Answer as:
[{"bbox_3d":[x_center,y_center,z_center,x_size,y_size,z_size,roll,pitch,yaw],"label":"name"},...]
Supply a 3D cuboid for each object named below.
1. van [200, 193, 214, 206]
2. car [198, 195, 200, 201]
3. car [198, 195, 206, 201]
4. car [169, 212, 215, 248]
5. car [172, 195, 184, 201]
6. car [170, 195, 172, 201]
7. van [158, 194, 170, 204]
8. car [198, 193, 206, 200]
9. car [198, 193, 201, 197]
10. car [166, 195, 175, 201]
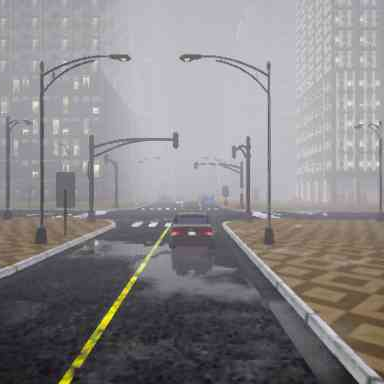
[{"bbox_3d":[2.679,1.340,54.413,1.690,1.788,3.998,0,0,0],"label":"van"},{"bbox_3d":[2.608,1.543,59.951,1.887,1.381,4.507,0,0,0],"label":"car"},{"bbox_3d":[2.685,1.540,87.644,1.887,1.381,4.507,0,0,0],"label":"car"},{"bbox_3d":[0.000,1.565,14.650,2.033,1.411,5.357,0,0,0],"label":"car"},{"bbox_3d":[-3.029,1.515,82.235,2.128,1.511,4.902,0,0,0],"label":"car"},{"bbox_3d":[-5.715,1.562,82.135,1.947,1.339,4.313,0,0,0],"label":"car"},{"bbox_3d":[-5.775,1.339,65.517,1.690,1.788,3.998,0,0,0],"label":"van"},{"bbox_3d":[2.706,1.309,93.184,2.192,1.841,5.009,0,0,0],"label":"car"},{"bbox_3d":[2.666,1.311,82.105,2.192,1.841,5.009,0,0,0],"label":"car"},{"bbox_3d":[-5.695,1.546,87.674,2.008,1.369,4.403,0,0,0],"label":"car"}]
